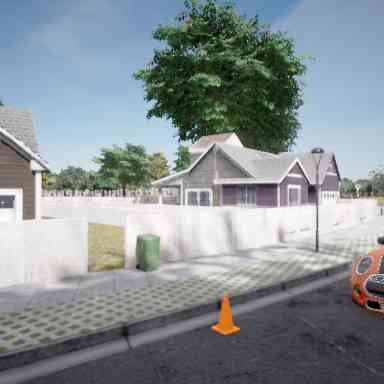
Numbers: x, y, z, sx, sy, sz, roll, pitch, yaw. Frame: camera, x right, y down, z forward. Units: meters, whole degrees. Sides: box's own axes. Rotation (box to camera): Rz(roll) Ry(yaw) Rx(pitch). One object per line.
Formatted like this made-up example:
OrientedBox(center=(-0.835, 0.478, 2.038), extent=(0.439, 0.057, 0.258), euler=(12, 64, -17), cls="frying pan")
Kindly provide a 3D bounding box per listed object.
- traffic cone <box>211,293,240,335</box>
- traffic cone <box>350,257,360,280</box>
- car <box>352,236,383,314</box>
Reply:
OrientedBox(center=(0.553, 1.962, 5.466), extent=(0.340, 0.580, 0.340), euler=(0, 0, -38), cls="traffic cone")
OrientedBox(center=(4.308, 1.974, 8.558), extent=(0.340, 0.580, 0.340), euler=(0, 0, -41), cls="traffic cone")
OrientedBox(center=(5.152, 1.370, 6.844), extent=(4.553, 1.767, 2.097), euler=(0, 0, -41), cls="car")
